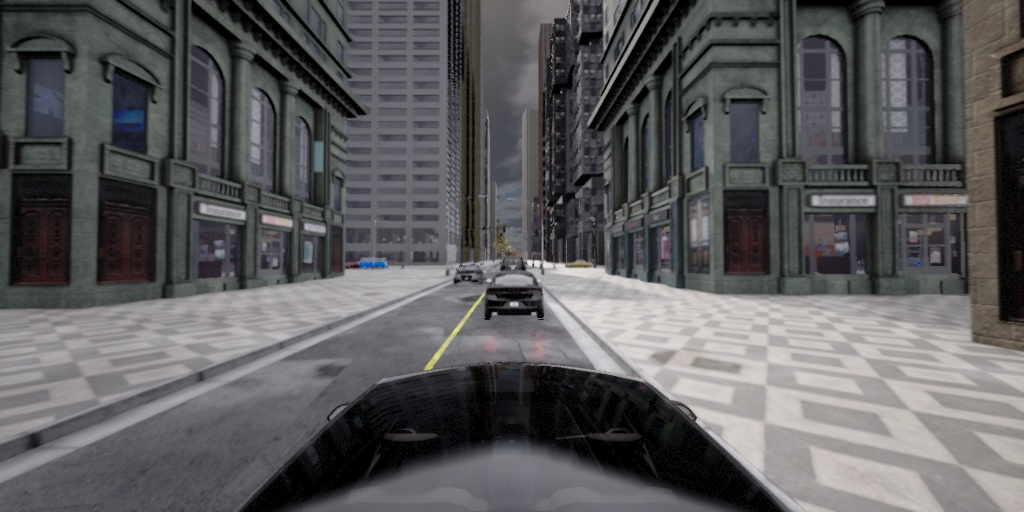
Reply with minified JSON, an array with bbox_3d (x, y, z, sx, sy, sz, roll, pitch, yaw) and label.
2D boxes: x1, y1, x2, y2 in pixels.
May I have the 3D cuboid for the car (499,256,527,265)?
[{"bbox_3d":[0.091,1.029,30.650,2.150,2.045,5.566,0,0,0],"label":"car"}]

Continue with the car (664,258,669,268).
[{"bbox_3d":[22.629,1.271,54.139,4.313,1.339,1.948,0,0,0],"label":"car"}]

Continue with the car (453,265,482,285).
[{"bbox_3d":[-3.103,1.363,26.443,1.994,1.385,4.181,0,0,0],"label":"car"}]

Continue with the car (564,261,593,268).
[{"bbox_3d":[11.615,1.425,62.625,4.829,1.417,1.751,0,0,0],"label":"car"}]

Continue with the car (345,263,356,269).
[{"bbox_3d":[-26.292,1.405,53.932,4.507,1.381,1.888,0,0,0],"label":"car"}]

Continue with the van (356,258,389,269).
[{"bbox_3d":[-20.767,1.181,53.953,3.998,1.789,1.690,0,0,0],"label":"van"}]

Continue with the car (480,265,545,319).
[{"bbox_3d":[0.079,1.253,12.935,1.882,1.535,5.008,0,0,0],"label":"car"}]
